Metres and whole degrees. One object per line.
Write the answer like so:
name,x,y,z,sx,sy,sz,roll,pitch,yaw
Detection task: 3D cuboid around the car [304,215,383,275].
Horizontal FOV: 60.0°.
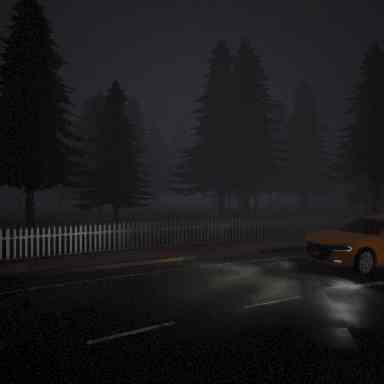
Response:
car,5.894,1.480,10.387,5.008,1.535,1.882,0,0,-20
